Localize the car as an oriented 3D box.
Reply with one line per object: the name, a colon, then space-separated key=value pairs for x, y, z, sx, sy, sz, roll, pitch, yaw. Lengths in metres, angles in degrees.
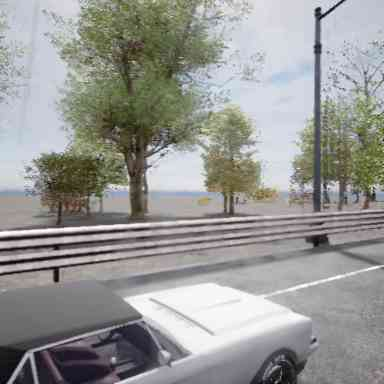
car: x=-0.902 y=1.589 z=3.166 sx=4.718 sy=1.301 sz=1.895 roll=0 pitch=0 yaw=-35
